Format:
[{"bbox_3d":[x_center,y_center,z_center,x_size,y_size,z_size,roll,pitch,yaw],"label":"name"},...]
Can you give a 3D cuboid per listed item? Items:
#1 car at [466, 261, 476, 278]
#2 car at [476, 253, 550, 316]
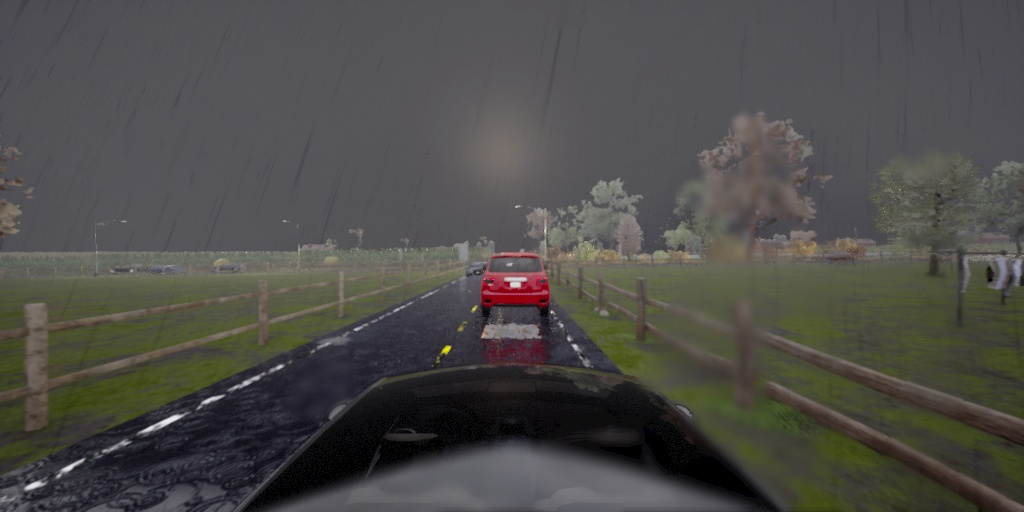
[{"bbox_3d":[-2.807,1.147,31.215,1.994,1.385,4.181,0,0,0],"label":"car"},{"bbox_3d":[0.104,0.906,13.072,2.150,2.045,5.566,0,0,0],"label":"car"}]
